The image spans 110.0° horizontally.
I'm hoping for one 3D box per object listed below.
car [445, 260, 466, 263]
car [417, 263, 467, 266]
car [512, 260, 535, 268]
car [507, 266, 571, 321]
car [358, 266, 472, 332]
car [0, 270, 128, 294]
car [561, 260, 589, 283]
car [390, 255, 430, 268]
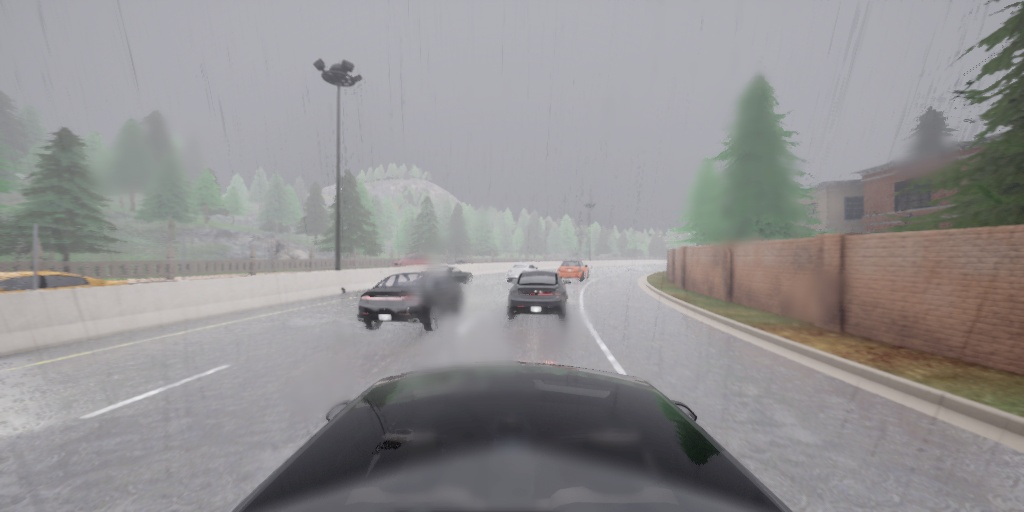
[{"bbox_3d":[-7.462,1.222,45.705,1.837,1.490,4.892,0,0,25],"label":"car"},{"bbox_3d":[-4.165,1.332,23.091,1.895,1.301,4.718,0,0,13],"label":"car"},{"bbox_3d":[0.988,1.282,28.492,1.812,1.442,4.674,0,0,17],"label":"car"},{"bbox_3d":[0.991,1.260,12.556,1.837,1.490,4.892,0,0,7],"label":"car"},{"bbox_3d":[-2.738,1.229,10.828,2.128,1.511,4.902,0,0,6],"label":"car"},{"bbox_3d":[-13.591,1.163,9.601,1.882,1.535,5.008,0,0,5],"label":"car"},{"bbox_3d":[5.178,1.128,29.929,2.097,1.767,4.553,0,0,19],"label":"car"},{"bbox_3d":[-12.270,0.915,43.592,2.150,2.045,5.566,0,0,23],"label":"car"}]
